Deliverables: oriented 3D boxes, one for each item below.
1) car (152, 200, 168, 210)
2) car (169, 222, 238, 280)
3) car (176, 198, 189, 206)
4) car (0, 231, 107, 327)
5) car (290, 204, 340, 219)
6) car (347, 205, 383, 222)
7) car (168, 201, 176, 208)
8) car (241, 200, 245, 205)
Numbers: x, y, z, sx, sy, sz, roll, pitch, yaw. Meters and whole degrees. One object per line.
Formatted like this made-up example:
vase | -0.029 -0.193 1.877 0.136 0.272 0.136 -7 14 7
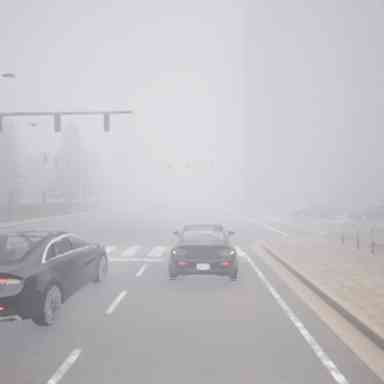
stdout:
car | -5.629 2.198 56.275 1.837 1.490 4.892 0 -1 2
car | 0.356 1.656 10.283 1.812 1.442 4.674 0 -1 2
car | -2.279 2.297 75.947 2.097 1.767 4.553 0 -1 22
car | -3.268 1.578 7.187 2.128 1.511 4.902 0 -1 2
car | 12.734 2.008 34.605 4.892 1.490 1.837 0 -1 2
car | 17.095 1.969 31.024 4.892 1.490 1.837 0 -1 1
car | -5.108 2.382 66.202 1.994 1.385 4.181 0 -1 7
car | 15.198 2.648 88.803 4.674 1.442 1.812 0 -1 -22
